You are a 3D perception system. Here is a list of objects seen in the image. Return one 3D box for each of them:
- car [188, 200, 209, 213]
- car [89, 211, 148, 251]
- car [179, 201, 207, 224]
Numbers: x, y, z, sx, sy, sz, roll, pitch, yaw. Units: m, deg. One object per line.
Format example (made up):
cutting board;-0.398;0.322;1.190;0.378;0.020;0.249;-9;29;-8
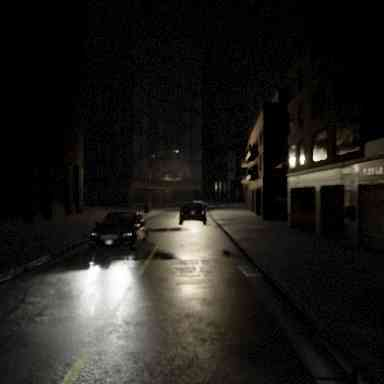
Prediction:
car;0.960;1.922;44.825;2.128;1.511;4.902;0;-1;9
car;-3.100;1.635;14.865;2.128;1.511;4.902;0;-1;0
car;0.070;1.612;27.122;2.097;1.767;4.553;0;0;0
